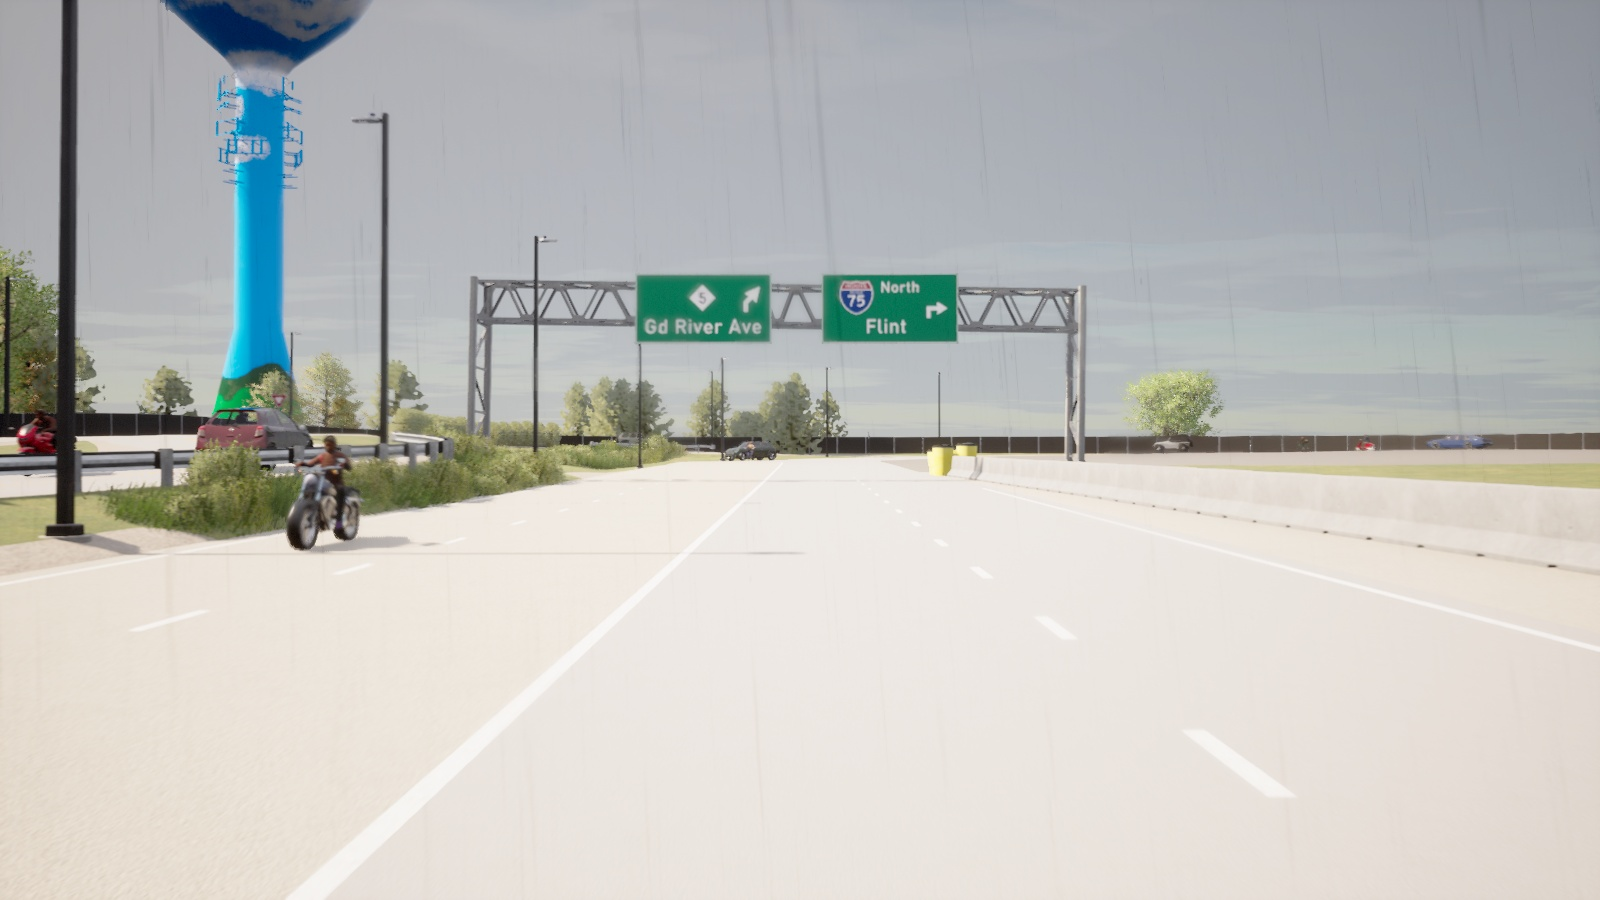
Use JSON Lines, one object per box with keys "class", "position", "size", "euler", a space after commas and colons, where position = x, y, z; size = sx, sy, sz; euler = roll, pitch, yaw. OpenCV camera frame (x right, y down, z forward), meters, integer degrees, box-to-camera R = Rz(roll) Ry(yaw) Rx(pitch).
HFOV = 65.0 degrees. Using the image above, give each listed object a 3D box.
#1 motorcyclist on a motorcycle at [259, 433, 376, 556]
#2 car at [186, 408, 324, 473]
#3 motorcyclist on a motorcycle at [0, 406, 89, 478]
{"class": "motorcyclist on a motorcycle", "position": [-6.881, 0.583, 18.051], "size": [0.766, 1.649, 2.350], "euler": [0, 1, 0]}
{"class": "car", "position": [-13.146, -0.276, 30.524], "size": [1.845, 1.501, 3.633], "euler": [0, 2, -2]}
{"class": "motorcyclist on a motorcycle", "position": [-16.848, -0.205, 27.908], "size": [0.797, 1.523, 2.044], "euler": [-1, 2, 2]}
